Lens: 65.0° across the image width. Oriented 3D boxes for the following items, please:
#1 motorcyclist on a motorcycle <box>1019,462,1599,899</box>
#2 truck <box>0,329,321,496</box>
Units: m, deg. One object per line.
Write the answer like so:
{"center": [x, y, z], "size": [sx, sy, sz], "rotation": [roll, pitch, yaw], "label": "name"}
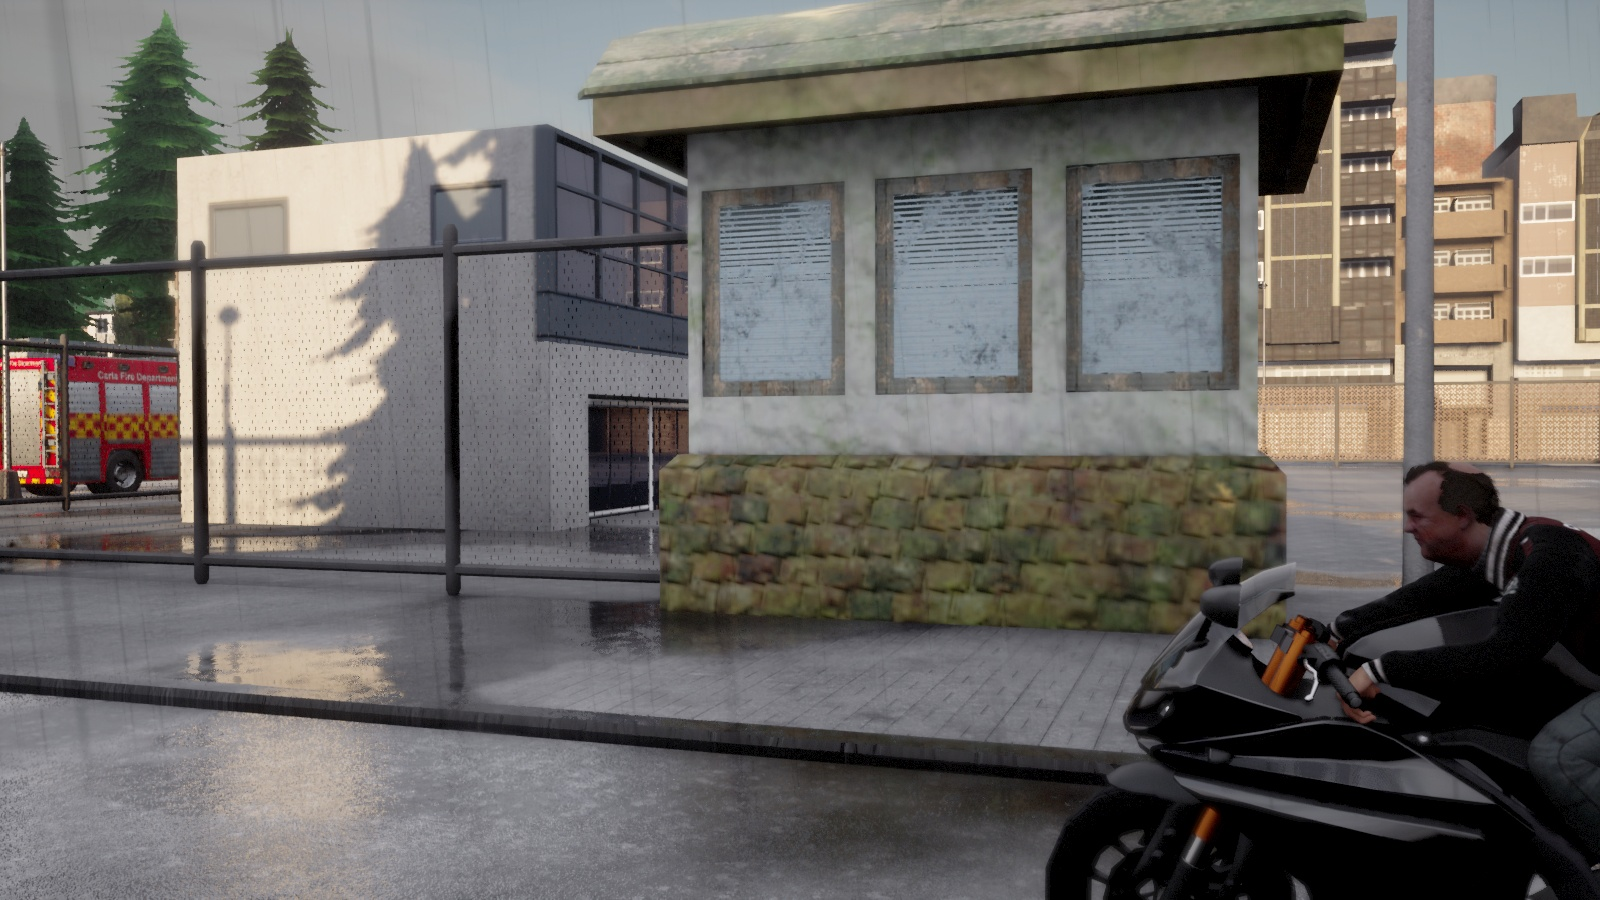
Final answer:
{"center": [1.720, 0.818, 3.137], "size": [2.191, 1.530, 0.866], "rotation": [1, 1, 20], "label": "motorcyclist on a motorcycle"}
{"center": [-16.815, -0.936, 33.396], "size": [2.891, 3.827, 8.468], "rotation": [1, 1, 18], "label": "truck"}
